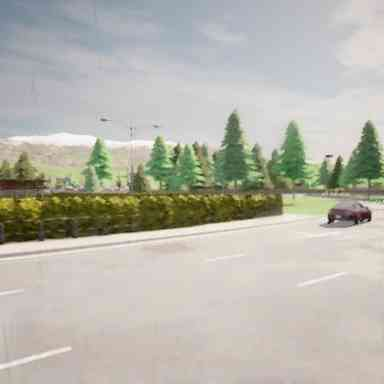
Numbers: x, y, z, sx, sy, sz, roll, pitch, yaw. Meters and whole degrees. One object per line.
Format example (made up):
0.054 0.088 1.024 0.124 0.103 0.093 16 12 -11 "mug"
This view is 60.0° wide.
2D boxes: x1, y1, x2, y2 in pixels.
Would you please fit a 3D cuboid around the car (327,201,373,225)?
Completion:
10.586 1.357 22.251 1.812 1.442 4.674 0 0 42 "car"
